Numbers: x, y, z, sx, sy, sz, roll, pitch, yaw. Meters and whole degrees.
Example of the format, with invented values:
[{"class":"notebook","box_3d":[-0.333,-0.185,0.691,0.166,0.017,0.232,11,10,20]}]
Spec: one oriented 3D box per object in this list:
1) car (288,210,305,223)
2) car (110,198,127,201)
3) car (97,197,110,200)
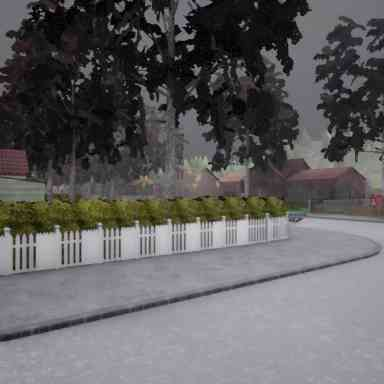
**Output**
[{"class":"car","box_3d":[5.917,1.599,24.723,1.895,1.301,4.718,0,0,-35]},{"class":"car","box_3d":[-9.279,1.562,46.071,1.994,1.385,4.181,0,0,-35]},{"class":"car","box_3d":[-17.267,1.562,64.464,1.994,1.385,4.181,0,0,-36]}]
